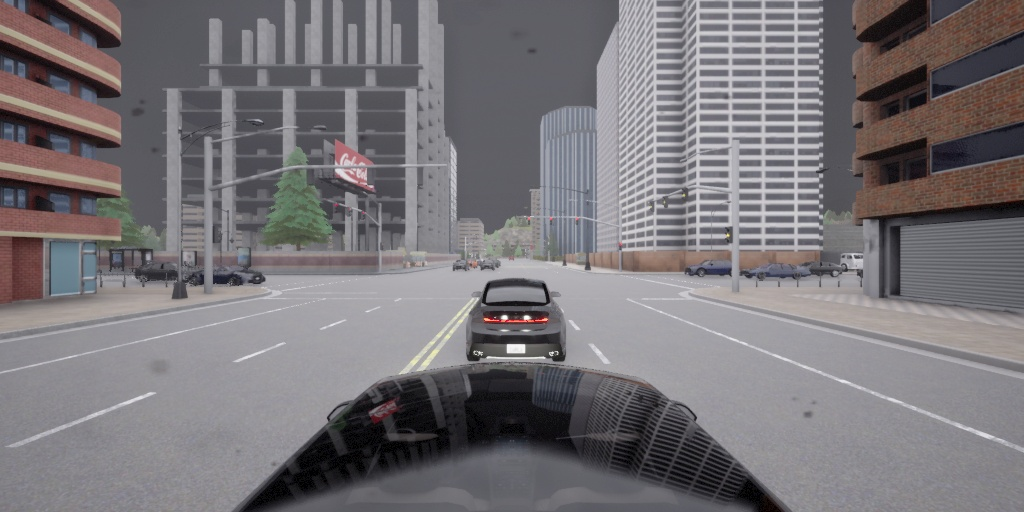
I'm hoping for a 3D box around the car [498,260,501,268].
[{"bbox_3d":[-3.287,1.102,60.415,2.097,1.767,4.553,0,0,1],"label":"car"}]

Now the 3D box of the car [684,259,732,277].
[{"bbox_3d":[19.218,1.102,34.690,4.553,1.767,2.097,0,0,0],"label":"car"}]

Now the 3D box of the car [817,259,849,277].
[{"bbox_3d":[29.068,1.255,34.684,4.892,1.490,1.837,0,0,0],"label":"car"}]

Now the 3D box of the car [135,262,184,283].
[{"bbox_3d":[-25.873,1.254,27.472,4.892,1.490,1.837,0,0,0],"label":"car"}]

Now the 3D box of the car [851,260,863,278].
[{"bbox_3d":[32.720,1.314,31.180,4.181,1.385,1.994,0,0,0],"label":"car"}]

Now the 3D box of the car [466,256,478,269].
[{"bbox_3d":[-6.805,1.102,57.966,2.097,1.767,4.553,0,0,0],"label":"car"}]

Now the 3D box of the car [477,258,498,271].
[{"bbox_3d":[-3.354,1.254,50.290,1.837,1.490,4.892,0,0,0],"label":"car"}]

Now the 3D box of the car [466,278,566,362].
[{"bbox_3d":[0.094,1.255,8.228,1.837,1.490,4.892,0,0,1],"label":"car"}]

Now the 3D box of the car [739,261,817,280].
[{"bbox_3d":[22.808,1.297,31.191,5.357,1.411,2.033,0,0,0],"label":"car"}]

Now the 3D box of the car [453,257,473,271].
[{"bbox_3d":[-6.862,1.254,48.760,1.837,1.490,4.892,0,0,0],"label":"car"}]

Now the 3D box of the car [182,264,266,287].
[{"bbox_3d":[-18.903,1.314,23.903,4.181,1.385,1.994,0,0,2],"label":"car"}]
